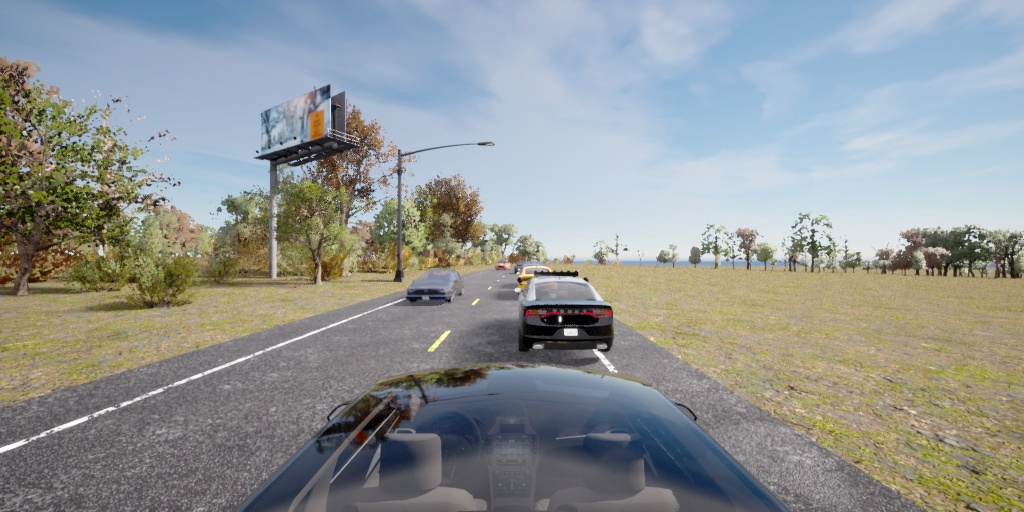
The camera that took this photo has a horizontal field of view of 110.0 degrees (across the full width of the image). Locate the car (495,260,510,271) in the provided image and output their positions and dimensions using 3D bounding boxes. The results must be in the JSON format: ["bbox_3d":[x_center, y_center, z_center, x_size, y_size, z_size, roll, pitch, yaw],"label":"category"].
[{"bbox_3d":[-1.524,1.426,57.499,2.097,1.767,4.553,0,0,4],"label":"car"}]

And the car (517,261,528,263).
[{"bbox_3d":[1.425,1.295,24.912,1.882,1.535,5.008,0,0,2],"label":"car"}]

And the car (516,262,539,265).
[{"bbox_3d":[1.263,1.267,18.934,1.882,1.535,5.008,0,0,1],"label":"car"}]

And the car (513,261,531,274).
[{"bbox_3d":[1.327,1.465,45.873,2.128,1.511,4.902,0,0,4],"label":"car"}]

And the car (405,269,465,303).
[{"bbox_3d":[-3.416,1.329,17.074,2.033,1.411,5.357,0,0,1],"label":"car"}]

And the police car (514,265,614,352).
[{"bbox_3d":[1.093,1.184,9.079,1.930,1.638,5.238,0,0,1],"label":"police car"}]
